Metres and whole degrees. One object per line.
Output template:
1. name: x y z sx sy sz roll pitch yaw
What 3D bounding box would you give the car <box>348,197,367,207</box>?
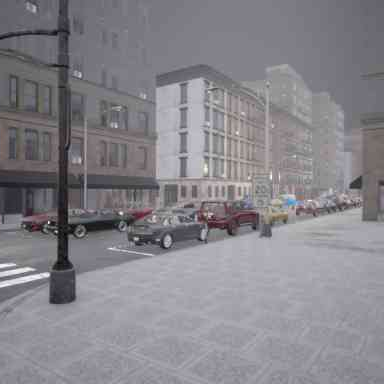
1. car: 27.106 1.594 54.407 2.008 1.369 4.403 0 0 35

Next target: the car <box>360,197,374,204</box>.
1. car: 33.329 1.613 63.258 1.947 1.339 4.313 0 0 35

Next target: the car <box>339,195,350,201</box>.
1. car: 39.210 1.557 85.574 1.887 1.381 4.507 0 0 35

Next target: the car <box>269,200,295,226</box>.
1. car: 5.426 1.553 23.571 1.752 1.417 4.829 0 0 35

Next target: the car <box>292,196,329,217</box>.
1. car: 11.551 1.472 32.281 1.967 1.590 4.097 0 0 35

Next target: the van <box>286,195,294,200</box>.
1. van: 14.320 1.340 50.172 1.690 1.788 3.998 0 0 35

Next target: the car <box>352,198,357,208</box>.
1. car: 20.884 1.620 45.557 1.802 1.307 4.206 0 0 35

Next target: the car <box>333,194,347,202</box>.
1. car: 36.099 1.327 81.149 2.192 1.841 5.009 0 0 35

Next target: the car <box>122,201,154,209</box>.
1. car: -4.348 1.426 23.621 1.967 1.590 4.097 0 0 35

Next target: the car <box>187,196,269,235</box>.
1. car: 2.218 1.341 19.006 2.192 1.841 5.009 0 0 35

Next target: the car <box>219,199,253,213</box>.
1. car: 4.986 1.537 36.897 1.887 1.381 4.507 0 0 35

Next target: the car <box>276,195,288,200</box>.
1. car: 11.110 1.521 45.608 1.752 1.417 4.829 0 0 35

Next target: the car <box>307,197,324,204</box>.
1. car: 23.653 1.572 63.448 1.947 1.339 4.313 0 0 35

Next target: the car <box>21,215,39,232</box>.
1. car: -7.459 1.529 19.197 1.887 1.381 4.507 0 0 35

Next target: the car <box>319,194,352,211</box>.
1. car: 17.774 1.351 41.131 2.192 1.841 5.009 0 0 35

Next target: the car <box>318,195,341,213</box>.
1. car: 14.662 1.474 36.706 1.967 1.590 4.097 0 0 35

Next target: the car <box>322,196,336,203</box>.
1. car: 29.876 1.554 72.299 1.887 1.381 4.507 0 0 35

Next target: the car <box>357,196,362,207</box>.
1. car: 23.995 1.606 49.982 1.947 1.339 4.313 0 0 35

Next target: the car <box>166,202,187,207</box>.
1. car: 0.447 1.505 26.033 1.837 1.490 4.892 0 0 35

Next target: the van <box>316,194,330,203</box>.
1. van: 26.765 1.349 67.873 1.690 1.788 3.998 0 0 35

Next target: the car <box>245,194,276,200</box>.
1. car: 6.421 1.226 34.502 2.150 2.045 5.566 0 0 35

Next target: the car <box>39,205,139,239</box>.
1. car: -5.314 1.598 17.835 1.895 1.301 4.718 0 0 32

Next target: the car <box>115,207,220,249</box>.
1. car: -0.894 1.575 14.581 2.008 1.369 4.403 0 0 35
